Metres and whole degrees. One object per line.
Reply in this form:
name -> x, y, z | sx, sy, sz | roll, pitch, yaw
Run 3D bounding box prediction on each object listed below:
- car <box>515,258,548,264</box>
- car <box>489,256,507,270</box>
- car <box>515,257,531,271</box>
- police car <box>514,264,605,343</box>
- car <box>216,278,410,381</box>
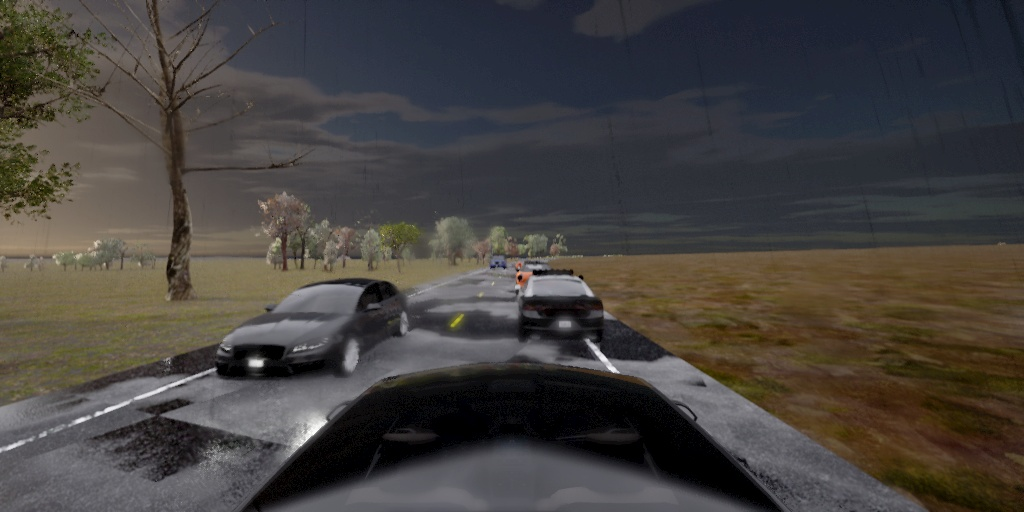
car -> 1.270, 1.097, 19.648 | 2.097, 1.767, 4.553 | 0, 0, 1
car -> -1.954, 0.952, 52.357 | 2.150, 2.045, 5.566 | 0, 0, 4
car -> 1.601, 1.081, 50.962 | 2.097, 1.767, 4.553 | 0, 0, 4
police car -> 1.100, 1.174, 9.823 | 1.930, 1.638, 5.238 | 0, 0, 1
car -> -3.552, 1.254, 7.443 | 1.837, 1.490, 4.892 | 0, 0, 1
